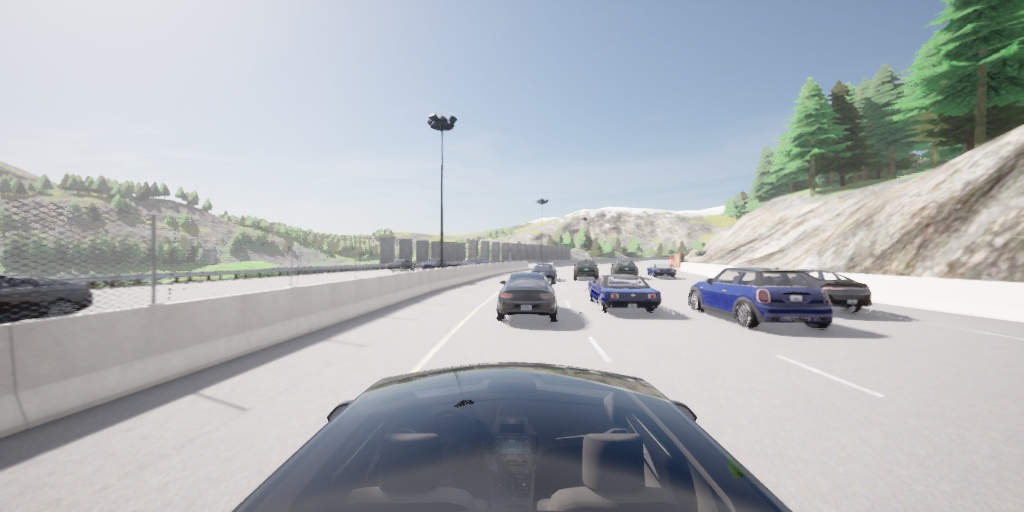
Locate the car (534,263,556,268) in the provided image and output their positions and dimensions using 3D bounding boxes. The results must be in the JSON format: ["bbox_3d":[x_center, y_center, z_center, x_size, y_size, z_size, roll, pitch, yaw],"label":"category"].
[{"bbox_3d":[2.798,1.322,30.841,1.994,1.385,4.181,0,0,10],"label":"car"}]

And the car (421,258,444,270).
[{"bbox_3d":[-10.918,1.076,50.567,2.097,1.767,4.553,0,0,15],"label":"car"}]

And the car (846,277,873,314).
[{"bbox_3d":[11.199,1.269,14.022,2.128,1.511,4.902,0,0,4],"label":"car"}]

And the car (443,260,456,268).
[{"bbox_3d":[-7.376,1.334,50.367,1.895,1.301,4.718,0,0,16],"label":"car"}]

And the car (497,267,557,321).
[{"bbox_3d":[0.547,1.277,12.337,1.812,1.442,4.674,0,0,4],"label":"car"}]

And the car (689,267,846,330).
[{"bbox_3d":[7.516,1.120,11.443,2.097,1.767,4.553,0,0,3],"label":"car"}]

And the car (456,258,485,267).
[{"bbox_3d":[-4.921,1.091,45.886,2.097,1.767,4.553,0,0,15],"label":"car"}]

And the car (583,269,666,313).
[{"bbox_3d":[4.166,1.361,14.097,1.895,1.301,4.718,0,0,4],"label":"car"}]

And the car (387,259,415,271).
[{"bbox_3d":[-15.019,1.222,48.723,1.837,1.490,4.892,0,-1,15],"label":"car"}]

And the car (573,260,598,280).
[{"bbox_3d":[6.482,1.118,31.549,2.097,1.767,4.553,0,0,10],"label":"car"}]

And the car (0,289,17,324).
[{"bbox_3d":[-10.508,1.325,4.516,1.895,1.301,4.718,0,0,1],"label":"car"}]

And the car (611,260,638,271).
[{"bbox_3d":[10.359,1.128,33.260,2.097,1.767,4.553,0,0,11],"label":"car"}]

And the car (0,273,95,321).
[{"bbox_3d":[-13.838,1.208,8.929,2.128,1.511,4.902,0,0,3],"label":"car"}]

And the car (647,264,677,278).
[{"bbox_3d":[14.045,1.386,33.963,1.895,1.301,4.718,0,0,12],"label":"car"}]
